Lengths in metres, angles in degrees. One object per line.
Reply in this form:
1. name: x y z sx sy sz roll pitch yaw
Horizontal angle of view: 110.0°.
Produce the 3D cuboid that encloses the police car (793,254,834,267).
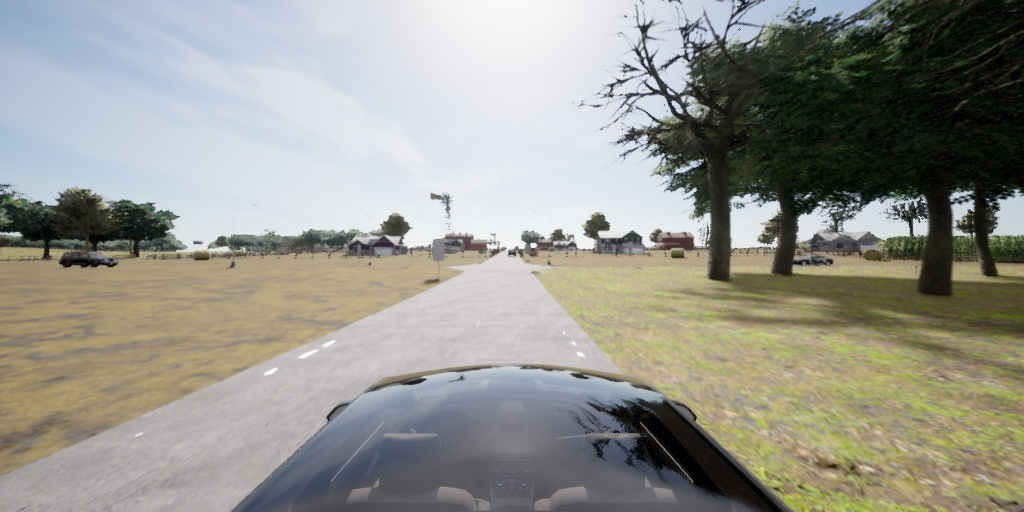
1. police car: 39.015 0.563 46.957 5.238 1.638 1.930 0 -1 0
